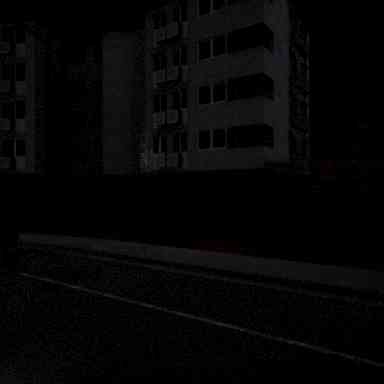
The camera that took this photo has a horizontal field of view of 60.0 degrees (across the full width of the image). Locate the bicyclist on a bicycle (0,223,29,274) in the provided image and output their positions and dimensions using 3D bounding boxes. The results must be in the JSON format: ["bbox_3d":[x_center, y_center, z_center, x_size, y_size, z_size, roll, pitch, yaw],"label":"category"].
[{"bbox_3d":[-5.057,1.451,8.687,0.582,1.620,1.656,0,2,33],"label":"bicyclist on a bicycle"}]
